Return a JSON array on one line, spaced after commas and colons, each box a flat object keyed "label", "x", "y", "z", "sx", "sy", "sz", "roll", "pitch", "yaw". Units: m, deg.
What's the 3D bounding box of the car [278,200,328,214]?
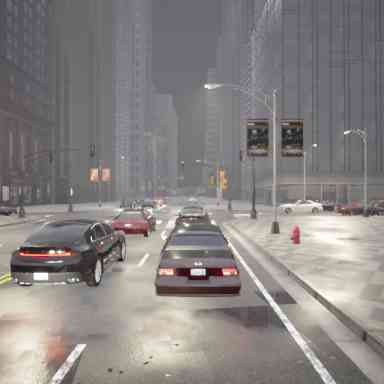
[{"label": "car", "x": 11.692, "y": 1.601, "z": 35.924, "sx": 4.674, "sy": 1.442, "sz": 1.812, "roll": 0, "pitch": -1, "yaw": -1}]

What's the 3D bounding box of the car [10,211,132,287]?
[{"label": "car", "x": -3.136, "y": 1.516, "z": 9.351, "sx": 1.837, "sy": 1.490, "sz": 4.892, "roll": 0, "pitch": 0, "yaw": 0}]

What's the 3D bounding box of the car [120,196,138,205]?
[{"label": "car", "x": -9.795, "y": 1.734, "z": 50.739, "sx": 1.837, "sy": 1.490, "sz": 4.892, "roll": 0, "pitch": 0, "yaw": -2}]

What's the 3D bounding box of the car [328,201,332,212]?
[{"label": "car", "x": 15.246, "y": 1.662, "z": 38.732, "sx": 4.313, "sy": 1.339, "sz": 1.947, "roll": 0, "pitch": 0, "yaw": -1}]

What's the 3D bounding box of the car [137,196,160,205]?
[{"label": "car", "x": -6.515, "y": 1.777, "z": 50.847, "sx": 2.033, "sy": 1.411, "sz": 5.357, "roll": 0, "pitch": 0, "yaw": 0}]

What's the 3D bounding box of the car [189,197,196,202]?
[{"label": "car", "x": 0.143, "y": 2.027, "z": 91.214, "sx": 1.882, "sy": 1.535, "sz": 5.008, "roll": 0, "pitch": 0, "yaw": 0}]

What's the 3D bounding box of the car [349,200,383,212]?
[{"label": "car", "x": 20.886, "y": 1.643, "z": 38.810, "sx": 4.313, "sy": 1.339, "sz": 1.947, "roll": 0, "pitch": 0, "yaw": -1}]

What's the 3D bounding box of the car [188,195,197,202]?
[{"label": "car", "x": 0.127, "y": 1.685, "z": 80.637, "sx": 2.150, "sy": 2.045, "sz": 5.566, "roll": 0, "pitch": 0, "yaw": 0}]

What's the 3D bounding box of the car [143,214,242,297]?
[{"label": "car", "x": 0.120, "y": 1.557, "z": 8.762, "sx": 2.033, "sy": 1.411, "sz": 5.357, "roll": 0, "pitch": 0, "yaw": 0}]

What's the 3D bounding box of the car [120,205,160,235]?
[{"label": "car", "x": -3.122, "y": 1.601, "z": 18.251, "sx": 1.994, "sy": 1.385, "sz": 4.181, "roll": 0, "pitch": 0, "yaw": 0}]

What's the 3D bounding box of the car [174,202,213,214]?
[{"label": "car", "x": 0.076, "y": 1.543, "z": 18.501, "sx": 1.837, "sy": 1.490, "sz": 4.892, "roll": 0, "pitch": 0, "yaw": 1}]

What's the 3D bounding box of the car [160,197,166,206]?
[{"label": "car", "x": -6.476, "y": 1.647, "z": 60.129, "sx": 2.097, "sy": 1.767, "sz": 4.553, "roll": 0, "pitch": 0, "yaw": 0}]

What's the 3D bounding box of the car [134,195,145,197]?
[{"label": "car", "x": -9.722, "y": 1.522, "z": 60.758, "sx": 2.150, "sy": 2.045, "sz": 5.566, "roll": 0, "pitch": 0, "yaw": 0}]

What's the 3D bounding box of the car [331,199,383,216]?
[{"label": "car", "x": 15.363, "y": 1.577, "z": 30.208, "sx": 4.206, "sy": 1.307, "sz": 1.802, "roll": 0, "pitch": 0, "yaw": -1}]

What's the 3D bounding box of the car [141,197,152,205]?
[{"label": "car", "x": -9.639, "y": 1.905, "z": 71.105, "sx": 1.812, "sy": 1.442, "sz": 4.674, "roll": 0, "pitch": 0, "yaw": 0}]

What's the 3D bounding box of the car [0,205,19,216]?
[{"label": "car", "x": -19.758, "y": 1.710, "z": 32.165, "sx": 5.357, "sy": 1.411, "sz": 2.033, "roll": 0, "pitch": -1, "yaw": 3}]
